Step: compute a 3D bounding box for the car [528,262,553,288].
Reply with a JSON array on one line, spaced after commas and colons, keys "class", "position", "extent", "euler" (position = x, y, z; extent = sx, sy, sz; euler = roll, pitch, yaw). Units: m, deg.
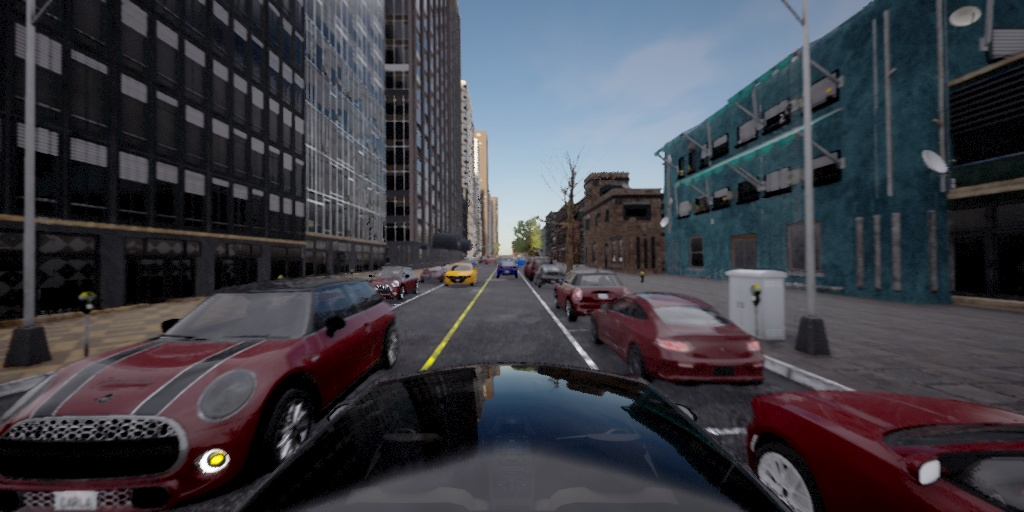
[{"class": "car", "position": [2.373, 1.263, 23.240], "extent": [2.007, 1.370, 4.403], "euler": [0, 0, -1]}]

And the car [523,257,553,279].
[{"class": "car", "position": [2.282, 1.022, 28.785], "extent": [2.192, 1.841, 5.009], "euler": [0, 0, -1]}]

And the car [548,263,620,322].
[{"class": "car", "position": [2.555, 1.159, 12.149], "extent": [1.967, 1.591, 4.097], "euler": [0, 0, -1]}]

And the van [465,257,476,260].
[{"class": "van", "position": [-6.553, 1.088, 56.379], "extent": [1.690, 1.789, 3.998], "euler": [0, 0, -1]}]

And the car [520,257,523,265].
[{"class": "car", "position": [2.191, 1.015, 34.333], "extent": [2.192, 1.841, 5.009], "euler": [0, 0, -1]}]

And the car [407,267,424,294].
[{"class": "car", "position": [-5.915, 1.241, 17.556], "extent": [1.967, 1.591, 4.097], "euler": [0, 0, -1]}]

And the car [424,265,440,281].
[{"class": "car", "position": [-6.098, 1.373, 28.647], "extent": [1.802, 1.307, 4.207], "euler": [0, 0, -1]}]

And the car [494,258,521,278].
[{"class": "car", "position": [-0.438, 1.205, 33.773], "extent": [1.882, 1.535, 5.008], "euler": [-1, 0, -1]}]

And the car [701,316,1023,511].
[{"class": "car", "position": [2.737, 1.269, 1.056], "extent": [1.888, 1.381, 4.507], "euler": [0, 0, -1]}]

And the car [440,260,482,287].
[{"class": "car", "position": [-3.438, 1.247, 24.968], "extent": [1.882, 1.535, 5.008], "euler": [-1, 0, -1]}]

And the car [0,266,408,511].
[{"class": "car", "position": [-3.123, 1.133, 4.774], "extent": [2.097, 1.767, 4.553], "euler": [-1, 0, -1]}]

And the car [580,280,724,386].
[{"class": "car", "position": [2.646, 1.304, 6.601], "extent": [1.802, 1.307, 4.207], "euler": [0, 0, -1]}]
